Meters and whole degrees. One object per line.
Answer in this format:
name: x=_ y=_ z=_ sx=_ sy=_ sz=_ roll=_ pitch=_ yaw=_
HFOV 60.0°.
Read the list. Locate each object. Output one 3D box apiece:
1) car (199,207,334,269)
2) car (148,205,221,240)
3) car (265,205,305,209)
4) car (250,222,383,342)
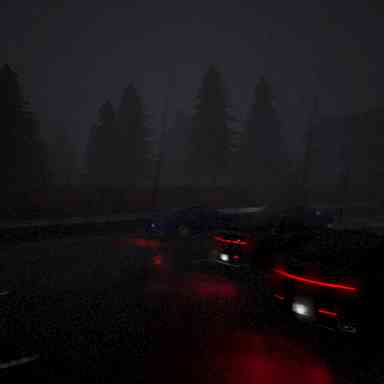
car: x=2.800 y=1.414 z=10.043 sx=4.892 sy=1.490 sz=1.837 roll=-1 pitch=1 yaw=-35
car: x=0.279 y=1.367 z=16.553 sx=5.008 sy=1.535 sz=1.882 roll=-1 pitch=0 yaw=-33
car: x=4.750 y=1.330 z=15.732 sx=5.008 sy=1.535 sz=1.882 roll=-1 pitch=0 yaw=-35
car: x=3.554 y=1.432 z=6.281 sx=4.892 sy=1.490 sz=1.837 roll=-1 pitch=1 yaw=-35
